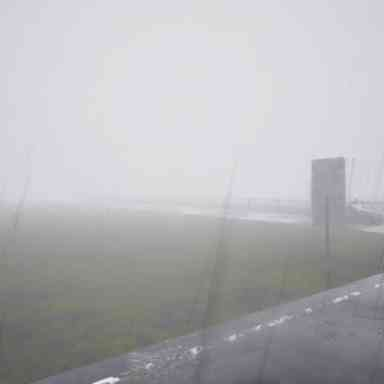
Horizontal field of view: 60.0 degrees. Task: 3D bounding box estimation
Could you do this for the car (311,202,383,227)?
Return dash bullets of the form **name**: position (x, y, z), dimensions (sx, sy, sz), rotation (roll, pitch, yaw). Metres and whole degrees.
- **car**: position (9.997, 1.364, 21.418), dimensions (1.812, 1.442, 4.674), rotation (-1, 1, -40)
